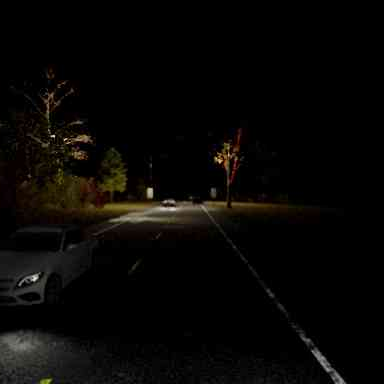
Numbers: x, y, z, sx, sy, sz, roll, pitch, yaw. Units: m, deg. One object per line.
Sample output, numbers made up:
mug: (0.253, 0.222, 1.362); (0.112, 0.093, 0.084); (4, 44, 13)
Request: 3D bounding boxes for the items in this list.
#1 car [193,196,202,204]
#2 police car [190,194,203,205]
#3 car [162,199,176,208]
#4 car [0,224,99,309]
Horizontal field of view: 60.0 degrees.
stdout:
car: (1.075, 1.646, 71.387); (1.837, 1.490, 4.892); (0, 0, 0)
police car: (1.064, 1.550, 61.502); (1.930, 1.638, 5.238); (0, 0, 0)
car: (-3.557, 1.709, 51.520); (1.895, 1.301, 4.718); (0, 0, 0)
car: (-3.586, 1.545, 8.041); (1.812, 1.442, 4.674); (0, 0, 0)
